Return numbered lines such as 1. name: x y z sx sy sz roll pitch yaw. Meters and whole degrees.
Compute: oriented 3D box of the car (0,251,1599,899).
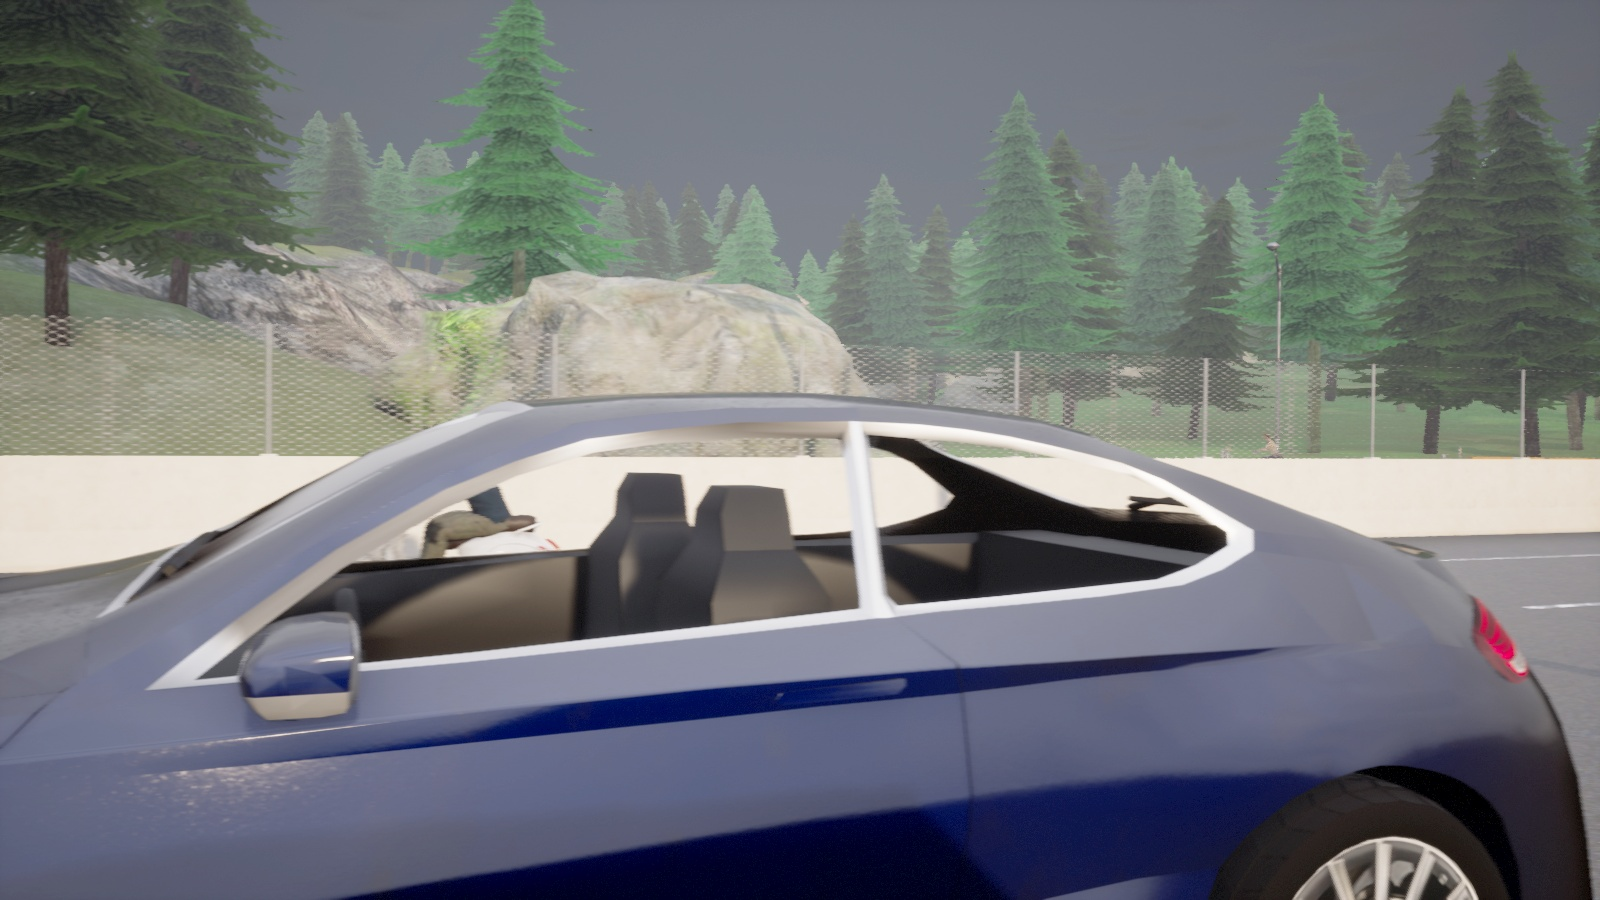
1. car: -0.579 0.533 3.017 5.027 1.651 2.152 -1 1 -21
